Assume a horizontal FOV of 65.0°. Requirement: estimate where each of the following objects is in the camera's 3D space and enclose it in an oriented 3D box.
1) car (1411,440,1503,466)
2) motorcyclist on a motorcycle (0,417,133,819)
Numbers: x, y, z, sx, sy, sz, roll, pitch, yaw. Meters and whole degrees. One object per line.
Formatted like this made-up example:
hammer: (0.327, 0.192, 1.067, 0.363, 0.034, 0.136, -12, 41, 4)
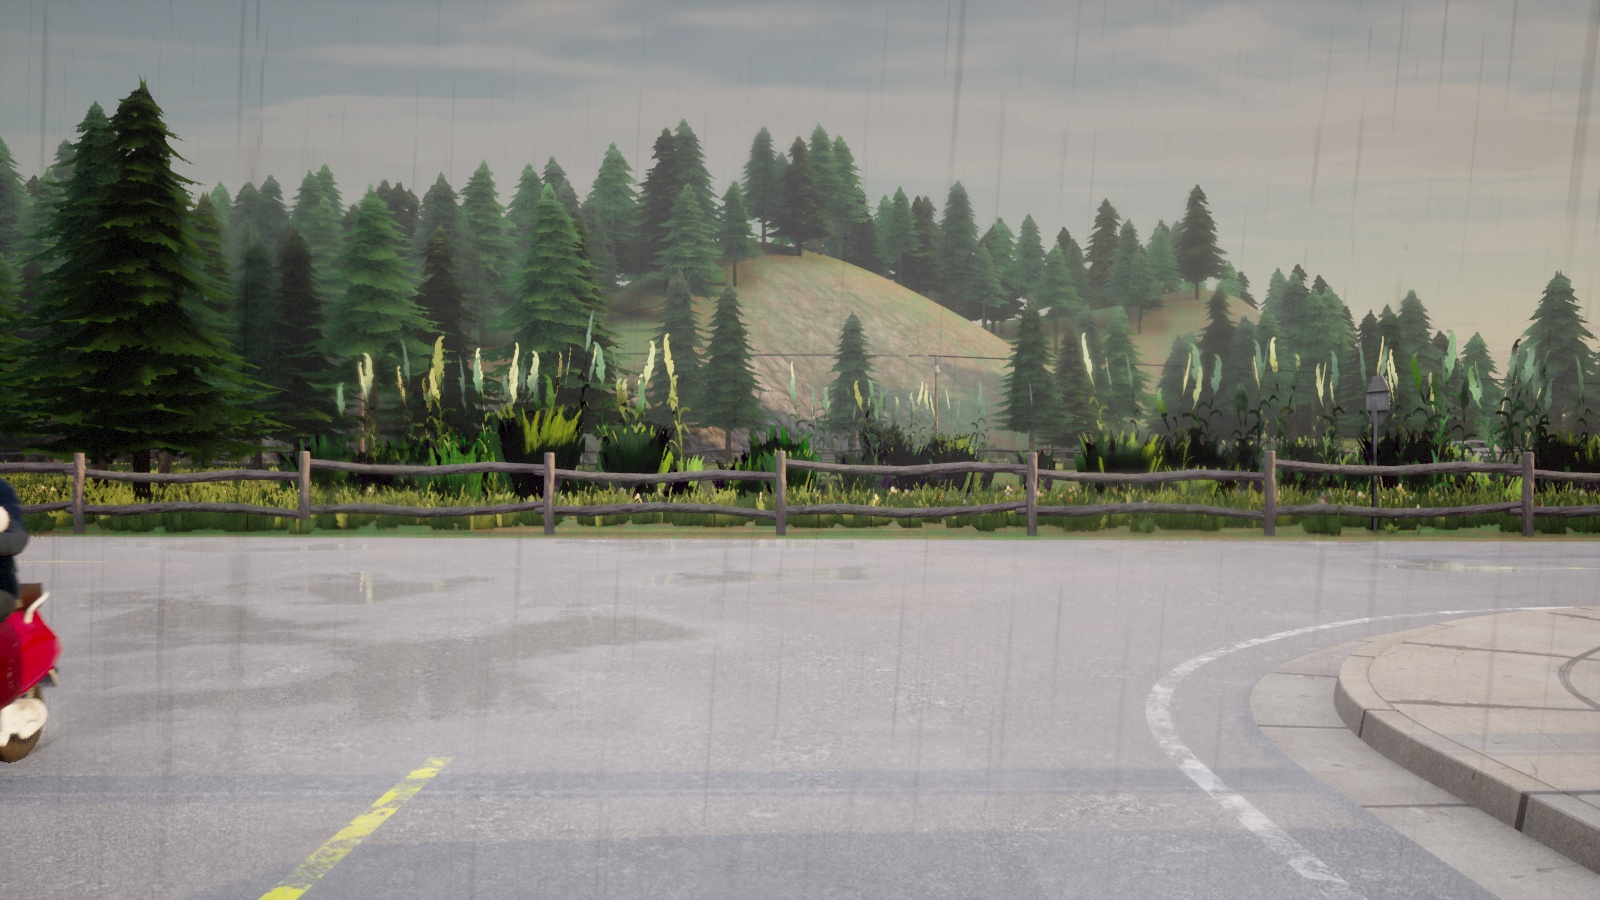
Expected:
car: (41.364, 0.177, 79.179, 4.611, 1.667, 2.242, 0, 0, 1)
motorcyclist on a motorcycle: (-3.632, 0.668, 5.214, 0.866, 1.590, 1.817, -1, 0, -5)
